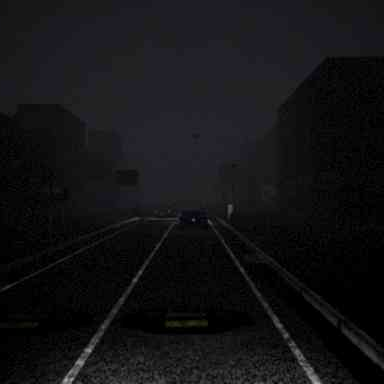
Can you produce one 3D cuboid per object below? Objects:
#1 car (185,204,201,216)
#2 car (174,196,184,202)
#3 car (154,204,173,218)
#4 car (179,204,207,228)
[{"bbox_3d":[0.102,2.191,41.376,1.812,1.442,4.674,0,-2,0],"label":"car"},{"bbox_3d":[-2.996,1.836,78.196,2.150,2.045,5.566,0,1,0],"label":"car"},{"bbox_3d":[-3.092,2.072,36.820,1.812,1.442,4.674,0,-1,0],"label":"car"},{"bbox_3d":[0.100,1.730,24.189,1.882,1.535,5.008,0,-1,0],"label":"car"}]
